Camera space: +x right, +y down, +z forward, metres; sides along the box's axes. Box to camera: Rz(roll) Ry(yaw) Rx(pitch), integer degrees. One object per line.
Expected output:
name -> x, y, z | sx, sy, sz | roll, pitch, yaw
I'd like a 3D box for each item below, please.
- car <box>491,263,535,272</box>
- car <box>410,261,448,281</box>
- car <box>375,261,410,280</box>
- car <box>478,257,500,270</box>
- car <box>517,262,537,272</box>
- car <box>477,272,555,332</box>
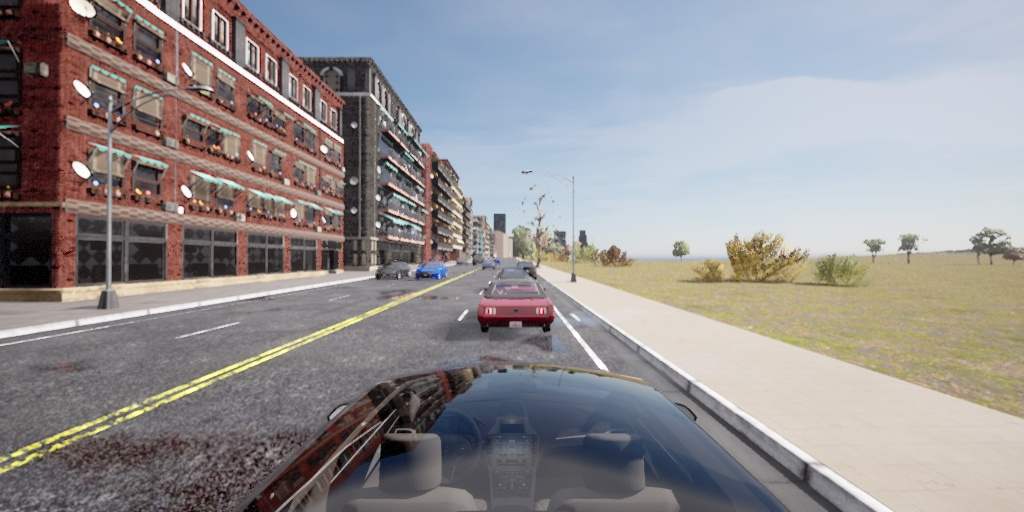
car -> 0.072, 1.285, 20.774 | 1.994, 1.385, 4.181 | 0, 0, 1
car -> -6.628, 1.184, 29.853 | 1.882, 1.535, 5.008 | 0, 0, 0
car -> -9.879, 1.211, 30.137 | 1.837, 1.490, 4.892 | 0, 0, 0
car -> -3.267, 1.217, 51.308 | 2.033, 1.411, 5.357 | 0, 0, 0
car -> 1.107, 1.210, 30.766 | 1.837, 1.490, 4.892 | 0, 0, 0
car -> 0.093, 1.337, 10.743 | 1.895, 1.301, 4.718 | 0, 0, 0
